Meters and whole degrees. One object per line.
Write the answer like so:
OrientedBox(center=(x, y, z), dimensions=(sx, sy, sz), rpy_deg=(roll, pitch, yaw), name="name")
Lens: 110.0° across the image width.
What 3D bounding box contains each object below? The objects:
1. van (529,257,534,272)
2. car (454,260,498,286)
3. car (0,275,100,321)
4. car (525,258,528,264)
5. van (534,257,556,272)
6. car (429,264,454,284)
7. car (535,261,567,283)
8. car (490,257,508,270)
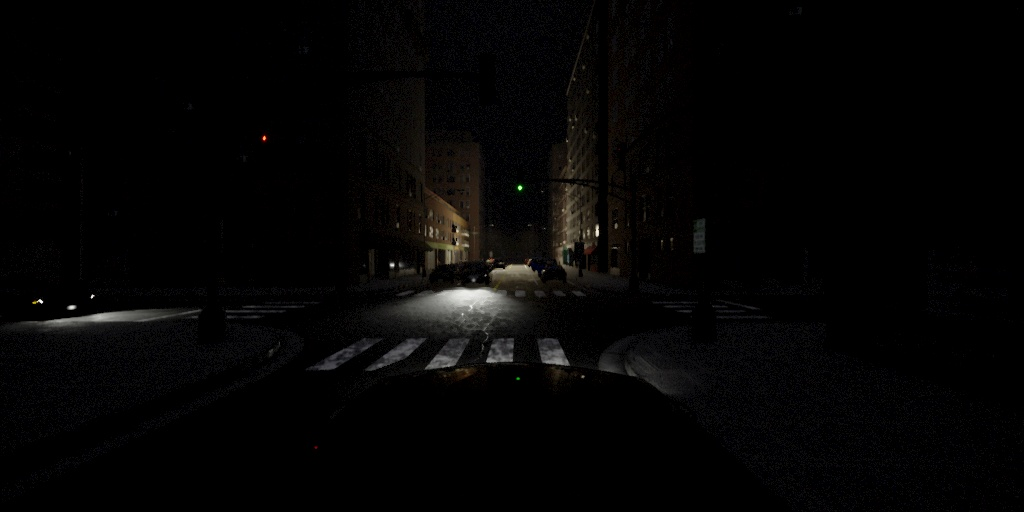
OrientedBox(center=(3.365, 1.065, 43.998), dimensions=(1.690, 1.789, 3.998), rpy_deg=(0, 0, 1), name="van")
OrientedBox(center=(-2.355, 1.237, 24.883), dimensions=(2.128, 1.511, 4.902), rpy_deg=(0, 0, 1), name="car")
OrientedBox(center=(-17.466, 1.353, 12.114), dimensions=(5.357, 1.411, 2.033), rpy_deg=(0, 0, 1), name="car")
OrientedBox(center=(3.660, 1.291, 61.043), dimensions=(1.802, 1.307, 4.207), rpy_deg=(0, 0, 1), name="car")
OrientedBox(center=(3.169, 1.074, 32.635), dimensions=(1.690, 1.789, 3.998), rpy_deg=(0, 0, 1), name="van")
OrientedBox(center=(-4.953, 1.303, 27.092), dimensions=(1.948, 1.339, 4.313), rpy_deg=(0, 0, 1), name="car")
OrientedBox(center=(3.071, 1.287, 26.954), dimensions=(2.007, 1.370, 4.403), rpy_deg=(0, 0, 1), name="car")
OrientedBox(center=(-1.892, 1.223, 51.579), dimensions=(1.837, 1.490, 4.892), rpy_deg=(0, 0, 1), name="car")
